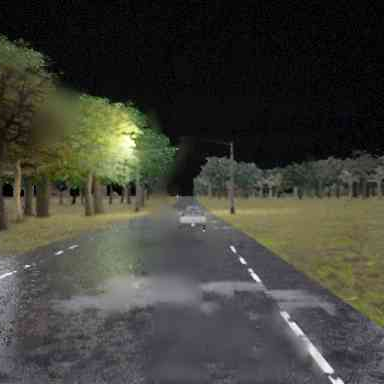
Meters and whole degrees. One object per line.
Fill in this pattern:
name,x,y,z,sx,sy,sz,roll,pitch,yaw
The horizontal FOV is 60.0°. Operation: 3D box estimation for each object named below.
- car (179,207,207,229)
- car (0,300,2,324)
car,0.079,1.997,24.756,1.895,1.301,4.718,0,-1,0
car,-3.557,1.557,2.838,1.812,1.442,4.674,0,-1,0
